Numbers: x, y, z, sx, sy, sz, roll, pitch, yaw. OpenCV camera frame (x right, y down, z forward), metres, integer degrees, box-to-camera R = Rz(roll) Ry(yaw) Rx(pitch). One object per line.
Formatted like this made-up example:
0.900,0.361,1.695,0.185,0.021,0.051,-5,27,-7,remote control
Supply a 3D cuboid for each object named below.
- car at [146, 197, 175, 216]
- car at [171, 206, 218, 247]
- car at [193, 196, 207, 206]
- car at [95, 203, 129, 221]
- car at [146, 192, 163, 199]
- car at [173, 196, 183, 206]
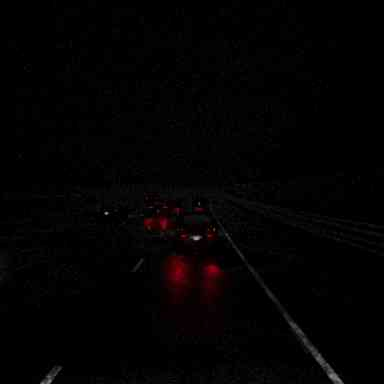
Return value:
-2.965,1.511,31.957,1.812,1.442,4.674,0,0,1,car
0.201,1.608,15.286,1.812,1.442,4.674,0,0,1,car
1.141,1.309,49.626,1.837,1.490,4.892,0,1,2,car
-6.571,1.586,27.771,1.994,1.385,4.181,0,1,1,car
-5.777,1.004,51.622,2.150,2.045,5.566,0,1,2,car
-2.459,1.356,47.096,1.812,1.442,4.674,0,1,2,car
